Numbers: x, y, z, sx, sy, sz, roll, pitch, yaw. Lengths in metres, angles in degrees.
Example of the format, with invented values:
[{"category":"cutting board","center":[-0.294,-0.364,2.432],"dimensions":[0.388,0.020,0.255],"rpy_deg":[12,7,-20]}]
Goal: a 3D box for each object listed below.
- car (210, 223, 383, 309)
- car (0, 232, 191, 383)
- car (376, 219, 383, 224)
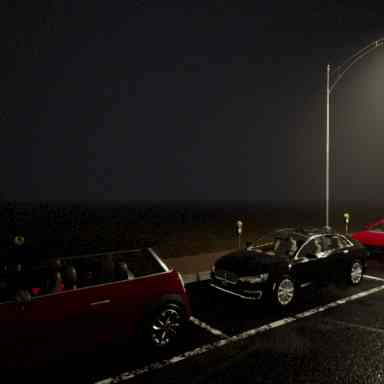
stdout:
[{"category":"car","center":[2.412,1.552,7.808],"dimensions":[4.403,1.369,2.008],"rpy_deg":[0,1,-35]},{"category":"car","center":[-2.094,1.440,4.593],"dimensions":[4.097,1.590,1.967],"rpy_deg":[0,1,-35]},{"category":"car","center":[6.920,1.548,11.023],"dimensions":[4.507,1.381,1.887],"rpy_deg":[0,1,-35]}]
